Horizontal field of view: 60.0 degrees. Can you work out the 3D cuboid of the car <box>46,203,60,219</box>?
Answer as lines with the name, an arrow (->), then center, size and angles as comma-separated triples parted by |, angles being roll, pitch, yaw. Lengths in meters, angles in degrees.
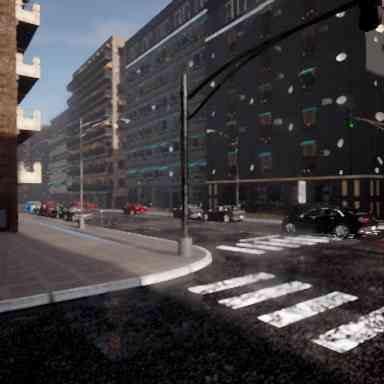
car -> -14.314, 2.206, 36.717 | 1.947, 1.339, 4.313 | -2, 0, -36

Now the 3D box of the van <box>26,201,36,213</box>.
van -> -24.043, 2.322, 50.536 | 1.690, 1.788, 3.998 | -2, 0, -36

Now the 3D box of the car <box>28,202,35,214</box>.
car -> -20.749, 2.417, 45.963 | 2.008, 1.369, 4.403 | -2, 0, -36

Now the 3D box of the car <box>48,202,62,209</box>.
car -> -30.342, 2.953, 73.616 | 1.802, 1.307, 4.206 | -2, 0, -36

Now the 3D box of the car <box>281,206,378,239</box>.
car -> 6.893, 1.517, 17.217 | 1.837, 1.490, 4.892 | -1, -2, -36

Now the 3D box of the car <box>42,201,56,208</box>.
car -> -33.633, 2.930, 78.187 | 1.967, 1.590, 4.097 | -2, 0, -36

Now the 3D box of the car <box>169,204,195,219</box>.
car -> -0.614, 1.887, 32.455 | 2.008, 1.369, 4.403 | -2, 0, -36

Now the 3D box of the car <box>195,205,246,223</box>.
car -> 2.620, 1.779, 27.969 | 2.008, 1.369, 4.403 | -2, 0, -36

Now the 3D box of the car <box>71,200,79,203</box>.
car -> -20.495, 2.336, 59.899 | 2.192, 1.841, 5.009 | -2, 0, -36

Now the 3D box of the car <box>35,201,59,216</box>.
car -> -17.471, 2.067, 41.389 | 2.192, 1.841, 5.009 | -2, 0, -36

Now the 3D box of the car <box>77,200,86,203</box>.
car -> -17.201, 2.450, 55.327 | 1.887, 1.381, 4.507 | -2, 0, -36

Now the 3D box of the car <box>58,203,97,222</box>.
car -> -11.028, 2.078, 32.144 | 2.008, 1.369, 4.403 | -2, 0, -36

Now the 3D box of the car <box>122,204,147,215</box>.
car -> -7.270, 2.105, 41.540 | 1.887, 1.381, 4.507 | -2, 0, -36
